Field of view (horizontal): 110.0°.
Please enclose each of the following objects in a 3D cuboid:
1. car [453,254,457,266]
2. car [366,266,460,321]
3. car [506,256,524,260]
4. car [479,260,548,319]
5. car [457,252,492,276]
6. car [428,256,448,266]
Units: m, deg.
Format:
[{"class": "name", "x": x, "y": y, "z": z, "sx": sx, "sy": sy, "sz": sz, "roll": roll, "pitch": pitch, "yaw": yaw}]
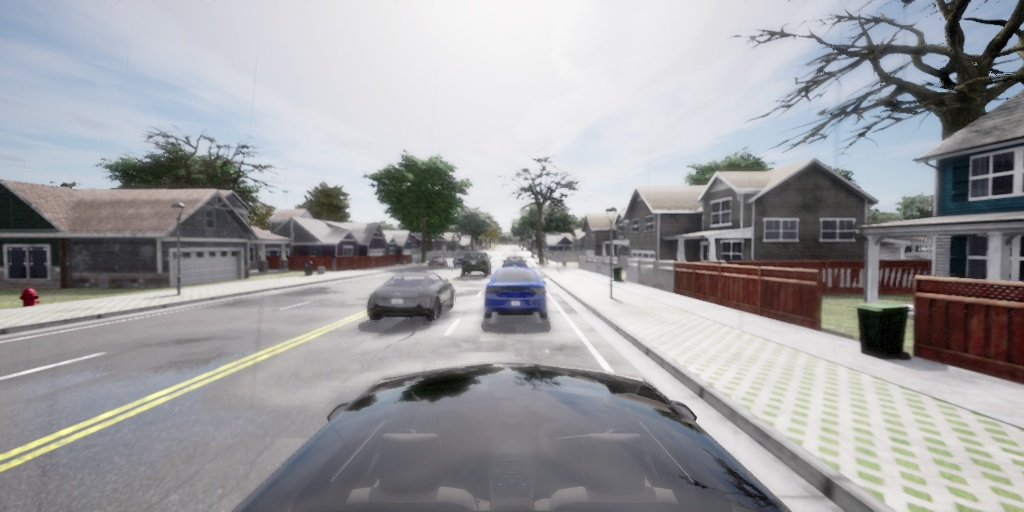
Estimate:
[{"class": "car", "x": -6.329, "y": 0.458, "z": 47.001, "sx": 2.150, "sy": 2.045, "sz": 5.566, "roll": 0, "pitch": 1, "yaw": 1}, {"class": "car", "x": -3.122, "y": 1.187, "z": 11.838, "sx": 1.994, "sy": 1.385, "sz": 4.181, "roll": 0, "pitch": 1, "yaw": 1}, {"class": "car", "x": 0.253, "y": 0.760, "z": 31.220, "sx": 2.097, "sy": 1.767, "sz": 4.553, "roll": 0, "pitch": 1, "yaw": 0}, {"class": "car", "x": 0.129, "y": 1.098, "z": 12.230, "sx": 1.882, "sy": 1.535, "sz": 5.008, "roll": 0, "pitch": 1, "yaw": 1}, {"class": "car", "x": -2.996, "y": 0.635, "z": 30.848, "sx": 2.150, "sy": 2.045, "sz": 5.566, "roll": 0, "pitch": 1, "yaw": 0}, {"class": "car", "x": -9.581, "y": 0.765, "z": 46.512, "sx": 1.812, "sy": 1.442, "sz": 4.674, "roll": 0, "pitch": 1, "yaw": 1}]
